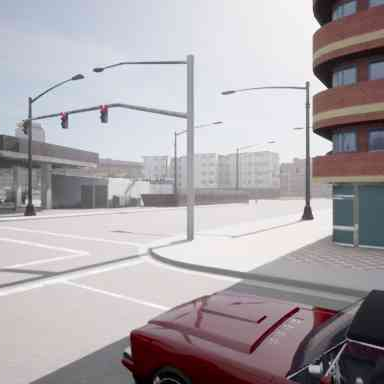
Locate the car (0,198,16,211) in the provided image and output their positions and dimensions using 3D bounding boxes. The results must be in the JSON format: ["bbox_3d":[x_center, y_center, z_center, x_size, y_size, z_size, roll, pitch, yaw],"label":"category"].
[{"bbox_3d":[-22.264,1.456,38.776,3.806,1.475,1.970,0,0,36],"label":"car"}]

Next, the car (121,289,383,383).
[{"bbox_3d":[1.605,1.601,2.828,4.718,1.301,1.895,0,0,36],"label":"car"}]
